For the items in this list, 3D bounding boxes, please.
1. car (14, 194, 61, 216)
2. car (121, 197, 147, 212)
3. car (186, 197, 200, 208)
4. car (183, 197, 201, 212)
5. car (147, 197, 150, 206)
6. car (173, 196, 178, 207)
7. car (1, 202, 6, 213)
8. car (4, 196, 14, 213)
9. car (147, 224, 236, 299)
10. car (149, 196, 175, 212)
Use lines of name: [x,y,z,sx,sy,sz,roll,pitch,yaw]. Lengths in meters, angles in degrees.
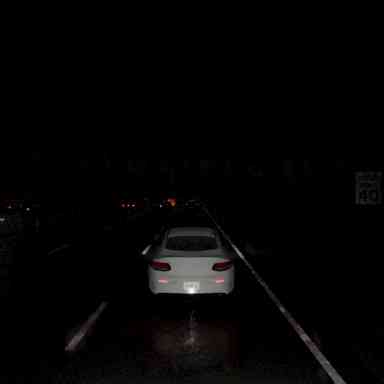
car: [-15.043,1.221,33.255,2.150,2.045,5.566,0,0,0]
car: [-7.012,1.547,39.316,2.033,1.411,5.357,0,0,1]
car: [0.193,1.477,49.538,1.882,1.535,5.008,0,0,1]
car: [-0.012,1.526,39.321,1.812,1.442,4.674,0,0,1]
car: [-6.806,1.525,49.677,1.812,1.442,4.674,0,0,1]
car: [-3.308,1.352,49.559,2.097,1.767,4.553,0,0,1]
car: [-15.106,1.564,22.774,1.994,1.385,4.181,0,0,0]
car: [-18.533,1.221,36.592,2.150,2.045,5.566,0,0,0]
car: [-0.012,1.526,8.304,1.812,1.442,4.674,0,0,0]
car: [-3.508,1.564,39.731,1.994,1.385,4.181,0,0,1]
